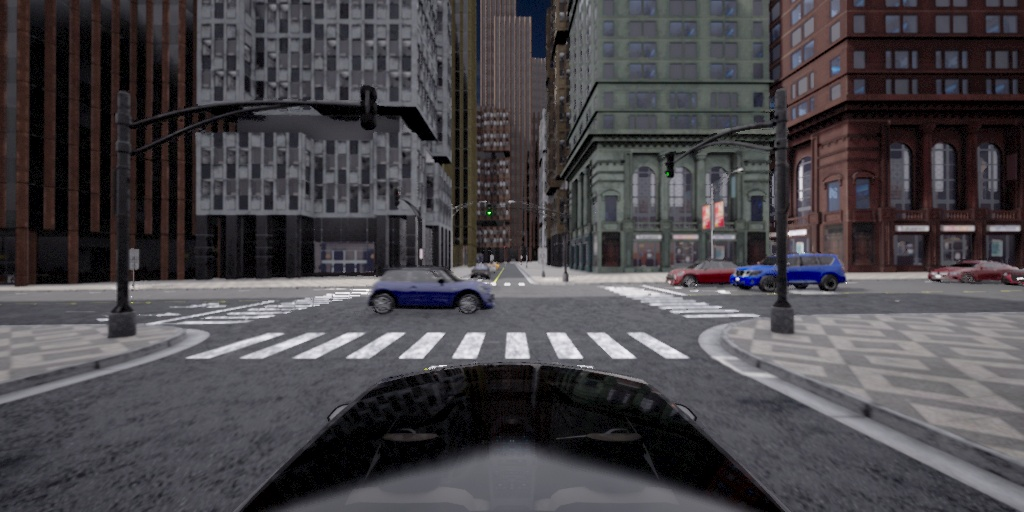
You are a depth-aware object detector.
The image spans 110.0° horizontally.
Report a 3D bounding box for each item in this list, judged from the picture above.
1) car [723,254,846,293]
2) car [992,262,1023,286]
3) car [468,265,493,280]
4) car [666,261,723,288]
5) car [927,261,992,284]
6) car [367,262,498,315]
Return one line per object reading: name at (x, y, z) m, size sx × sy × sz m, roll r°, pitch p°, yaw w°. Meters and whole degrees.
car at (15.476, 0.924, 20.223) m, size 5.566 × 2.045 × 2.150 m, roll -1°, pitch 0°, yaw 0°
car at (30.641, 1.073, 20.216) m, size 4.181 × 1.385 × 1.994 m, roll -1°, pitch 0°, yaw 0°
car at (-3.134, 1.626, 36.652) m, size 2.033 × 1.411 × 5.357 m, roll 0°, pitch 0°, yaw 0°
car at (12.564, 1.110, 23.491) m, size 4.553 × 1.767 × 2.097 m, roll -1°, pitch 0°, yaw 0°
car at (30.229, 1.057, 23.466) m, size 4.674 × 1.442 × 1.812 m, roll -1°, pitch 0°, yaw 0°
car at (-2.936, 1.202, 13.625) m, size 4.553 × 1.767 × 2.097 m, roll 0°, pitch -1°, yaw 0°
